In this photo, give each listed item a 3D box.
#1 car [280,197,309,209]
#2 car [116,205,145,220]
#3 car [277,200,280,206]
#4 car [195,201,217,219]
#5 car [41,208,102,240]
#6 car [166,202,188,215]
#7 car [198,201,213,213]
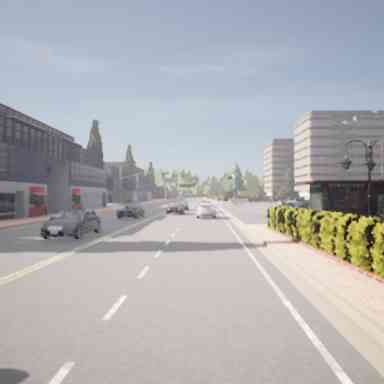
[{"bbox_3d":[16.387,1.652,52.209,3.866,1.878,1.905,0,-1,1],"label":"car"},{"bbox_3d":[-5.803,1.892,31.905,1.895,1.301,4.718,0,-1,3],"label":"car"},{"bbox_3d":[16.486,1.676,55.102,4.605,1.855,1.932,0,-1,1],"label":"car"},{"bbox_3d":[1.399,1.832,32.957,1.812,1.442,4.674,0,-1,2],"label":"car"},{"bbox_3d":[-6.383,1.655,18.107,2.128,1.511,4.902,0,-1,3],"label":"car"},{"bbox_3d":[-1.879,1.960,38.969,1.895,1.301,4.718,0,-1,3],"label":"car"},{"bbox_3d":[1.810,1.928,43.334,1.812,1.442,4.674,0,0,4],"label":"car"}]
